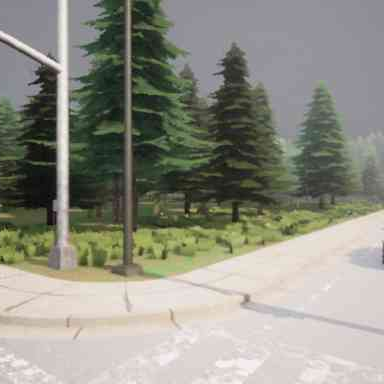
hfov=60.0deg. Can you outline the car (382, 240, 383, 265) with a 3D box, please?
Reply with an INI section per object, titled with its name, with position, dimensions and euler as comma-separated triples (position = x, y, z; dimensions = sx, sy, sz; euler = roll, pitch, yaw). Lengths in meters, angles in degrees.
[car]
position = 7.521, 1.524, 10.929
dimensions = 1.812, 1.442, 4.674
euler = 0, 0, 37
